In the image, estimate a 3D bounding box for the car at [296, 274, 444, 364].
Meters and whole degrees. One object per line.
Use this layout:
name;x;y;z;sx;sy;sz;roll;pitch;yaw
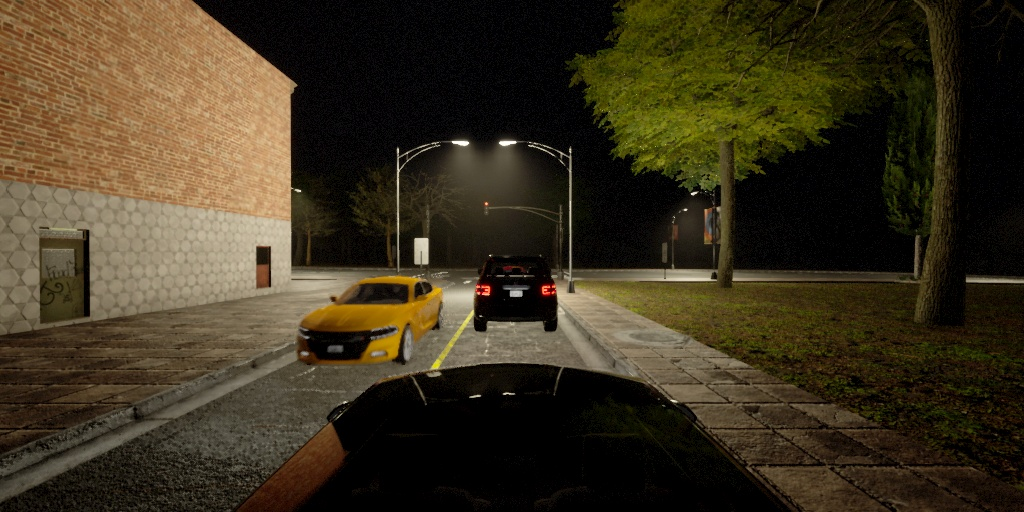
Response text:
car;-2.851;1.232;8.287;1.882;1.535;5.008;0;0;0

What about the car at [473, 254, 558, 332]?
car;0.086;0.980;11.050;2.150;2.045;5.566;0;0;0
